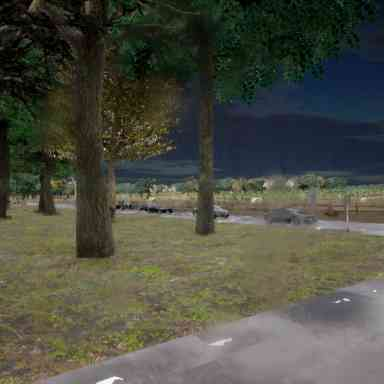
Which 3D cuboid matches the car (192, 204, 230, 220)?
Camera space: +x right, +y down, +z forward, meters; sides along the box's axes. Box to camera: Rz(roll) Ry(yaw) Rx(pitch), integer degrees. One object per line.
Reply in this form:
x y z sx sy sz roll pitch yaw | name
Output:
1.947 2.041 34.996 1.837 1.490 4.892 -1 0 -36 | car

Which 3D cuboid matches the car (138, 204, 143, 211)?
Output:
-6.973 2.396 52.730 1.994 1.385 4.181 -1 0 -34 | car

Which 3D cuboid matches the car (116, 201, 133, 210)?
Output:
-12.490 2.348 60.472 2.097 1.767 4.553 -1 0 -35 | car

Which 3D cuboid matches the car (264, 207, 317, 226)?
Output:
7.801 1.914 26.687 1.994 1.385 4.181 -1 0 -35 | car

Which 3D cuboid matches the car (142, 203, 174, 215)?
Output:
-4.323 2.332 43.940 1.895 1.301 4.718 -1 0 -35 | car
